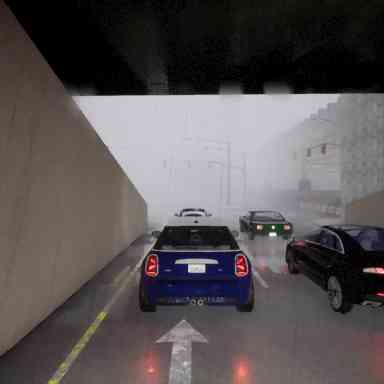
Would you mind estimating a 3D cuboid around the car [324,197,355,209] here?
[{"bbox_3d":[17.552,1.295,39.403,1.853,1.218,4.536,0,0,45],"label":"car"}]

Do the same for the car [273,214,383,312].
[{"bbox_3d":[3.583,1.492,7.654,2.128,1.511,4.902,0,0,0],"label":"car"}]

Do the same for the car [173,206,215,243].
[{"bbox_3d":[0.069,1.526,16.972,1.812,1.442,4.674,0,0,0],"label":"car"}]

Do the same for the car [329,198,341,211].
[{"bbox_3d":[17.414,1.453,34.759,2.038,1.542,4.974,0,0,-35],"label":"car"}]

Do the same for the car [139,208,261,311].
[{"bbox_3d":[0.084,1.352,7.920,2.097,1.767,4.553,0,0,0],"label":"car"}]

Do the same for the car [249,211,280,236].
[{"bbox_3d":[3.591,1.601,16.980,1.895,1.301,4.718,0,0,0],"label":"car"}]

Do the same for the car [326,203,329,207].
[{"bbox_3d":[17.516,1.453,39.366,2.038,1.542,4.974,0,0,45],"label":"car"}]
